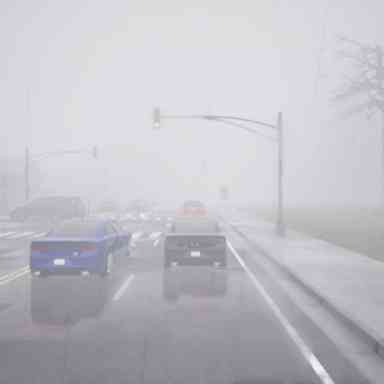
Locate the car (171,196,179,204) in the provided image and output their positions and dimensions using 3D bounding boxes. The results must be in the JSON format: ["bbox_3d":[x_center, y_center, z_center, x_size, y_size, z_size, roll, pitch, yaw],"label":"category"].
[{"bbox_3d":[-3.266,1.794,67.635,2.033,1.411,5.357,0,0,0],"label":"car"}]

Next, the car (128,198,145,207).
[{"bbox_3d":[-9.798,1.765,58.774,2.033,1.411,5.357,0,0,1],"label":"car"}]

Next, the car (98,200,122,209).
[{"bbox_3d":[-9.853,1.703,40.221,2.033,1.411,5.357,0,0,0],"label":"car"}]

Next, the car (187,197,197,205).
[{"bbox_3d":[-0.016,1.773,68.052,1.812,1.442,4.674,0,0,0],"label":"car"}]

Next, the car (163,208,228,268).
[{"bbox_3d":[0.100,1.526,11.440,1.882,1.535,5.008,0,0,0],"label":"car"}]

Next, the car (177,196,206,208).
[{"bbox_3d":[0.094,1.467,28.295,2.097,1.767,4.553,0,0,0],"label":"car"}]

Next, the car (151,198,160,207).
[{"bbox_3d":[-6.569,1.689,56.957,1.882,1.535,5.008,0,0,1],"label":"car"}]

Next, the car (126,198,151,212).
[{"bbox_3d":[-6.601,1.509,40.445,2.097,1.767,4.553,0,0,0],"label":"car"}]

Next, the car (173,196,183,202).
[{"bbox_3d":[-3.268,1.684,78.057,1.994,1.385,4.181,0,0,0],"label":"car"}]

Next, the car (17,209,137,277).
[{"bbox_3d":[-3.153,1.521,10.379,1.882,1.535,5.008,0,0,0],"label":"car"}]

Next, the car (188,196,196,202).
[{"bbox_3d":[-0.018,1.655,78.057,1.812,1.442,4.674,0,0,0],"label":"car"}]

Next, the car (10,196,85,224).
[{"bbox_3d":[-10.675,1.323,24.724,5.566,2.045,2.150,0,-1,16],"label":"car"}]
